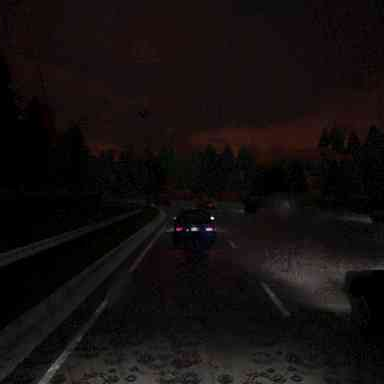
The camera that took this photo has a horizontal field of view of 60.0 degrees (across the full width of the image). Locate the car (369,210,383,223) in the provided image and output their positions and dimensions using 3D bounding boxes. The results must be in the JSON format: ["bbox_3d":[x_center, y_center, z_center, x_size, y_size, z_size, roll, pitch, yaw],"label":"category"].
[{"bbox_3d":[14.079,1.603,22.536,1.895,1.301,4.718,0,0,0],"label":"car"}]

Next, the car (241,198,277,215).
[{"bbox_3d":[6.705,1.601,34.028,1.895,1.301,4.718,0,0,-5],"label":"car"}]

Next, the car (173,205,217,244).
[{"bbox_3d":[0.087,1.547,15.877,2.033,1.411,5.357,0,0,0],"label":"car"}]

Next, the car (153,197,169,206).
[{"bbox_3d":[-5.267,1.561,55.940,1.994,1.385,4.181,0,0,-19],"label":"car"}]

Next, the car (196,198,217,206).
[{"bbox_3d":[1.800,1.477,43.643,1.882,1.535,5.008,1,0,-11],"label":"car"}]

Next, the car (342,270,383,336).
[{"bbox_3d":[3.598,1.601,3.793,1.895,1.301,4.718,0,0,0],"label":"car"}]

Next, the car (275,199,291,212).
[{"bbox_3d":[9.735,1.526,38.064,1.812,1.442,4.674,0,0,-7],"label":"car"}]
